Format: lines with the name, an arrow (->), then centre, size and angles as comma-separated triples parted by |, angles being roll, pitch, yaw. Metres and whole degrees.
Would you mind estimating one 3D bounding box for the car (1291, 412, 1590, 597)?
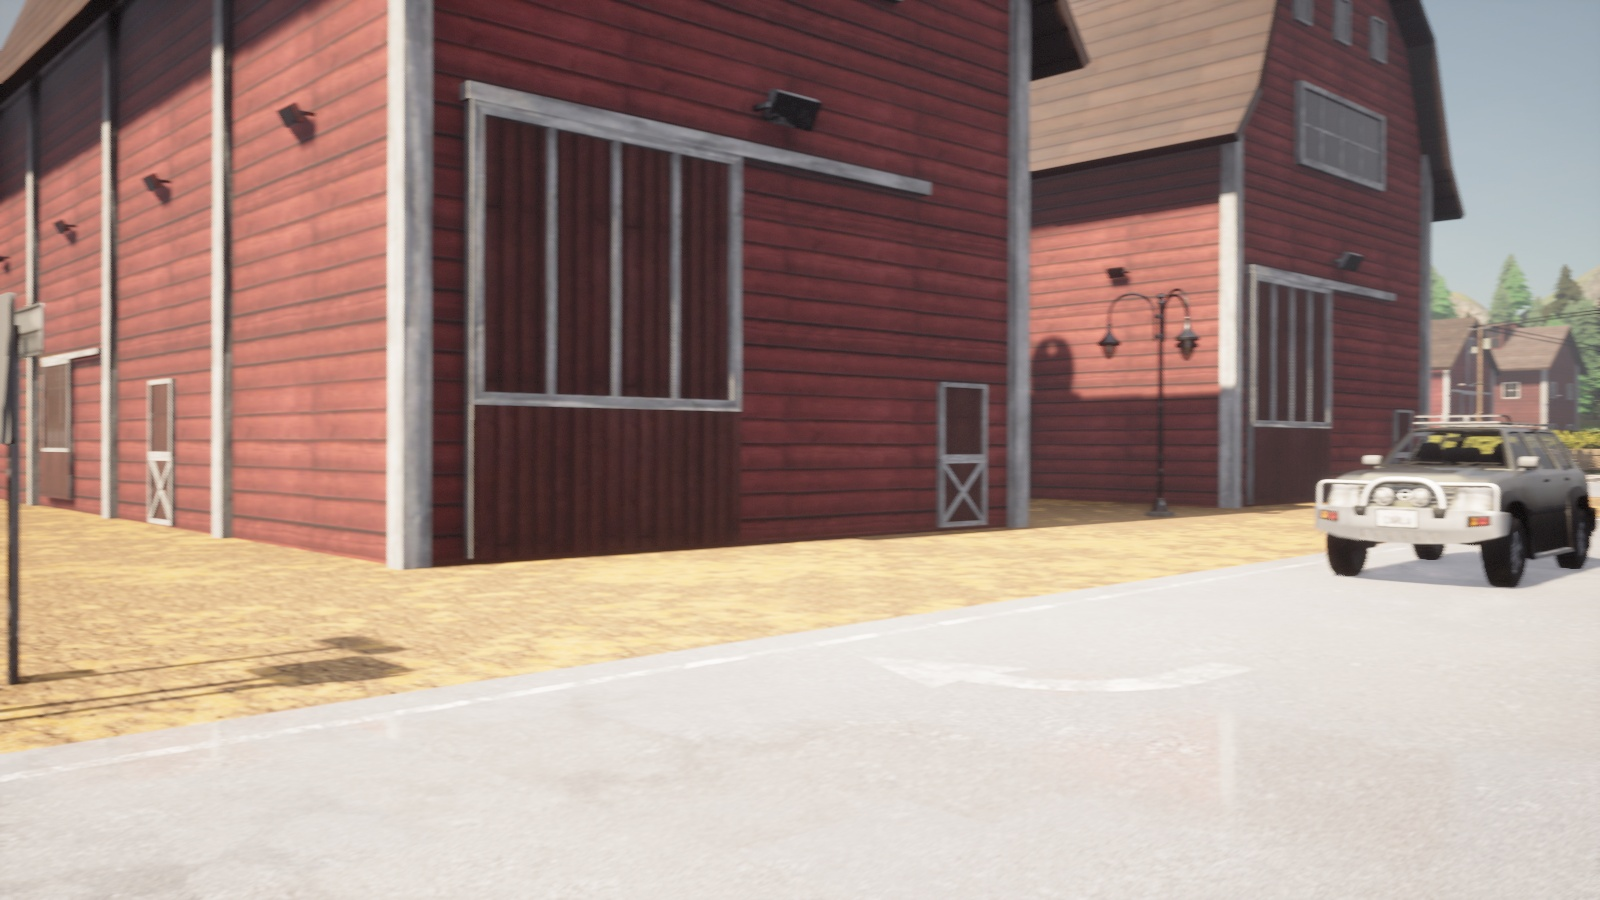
car -> 7.709, 0.539, 14.876 | 1.932, 1.855, 4.605 | 1, 0, 43
